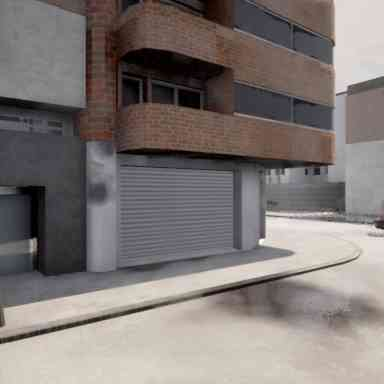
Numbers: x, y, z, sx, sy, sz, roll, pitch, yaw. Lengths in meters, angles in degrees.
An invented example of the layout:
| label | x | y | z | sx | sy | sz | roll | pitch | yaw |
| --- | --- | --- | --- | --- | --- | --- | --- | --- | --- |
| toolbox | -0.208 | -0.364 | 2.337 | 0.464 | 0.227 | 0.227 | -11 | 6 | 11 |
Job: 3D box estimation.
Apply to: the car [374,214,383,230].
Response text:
| label | x | y | z | sx | sy | sz | roll | pitch | yaw |
| --- | --- | --- | --- | --- | --- | --- | --- | --- | --- |
| car | 11.761 | 1.525 | 16.672 | 4.674 | 1.442 | 1.812 | 0 | 1 | 31 |
